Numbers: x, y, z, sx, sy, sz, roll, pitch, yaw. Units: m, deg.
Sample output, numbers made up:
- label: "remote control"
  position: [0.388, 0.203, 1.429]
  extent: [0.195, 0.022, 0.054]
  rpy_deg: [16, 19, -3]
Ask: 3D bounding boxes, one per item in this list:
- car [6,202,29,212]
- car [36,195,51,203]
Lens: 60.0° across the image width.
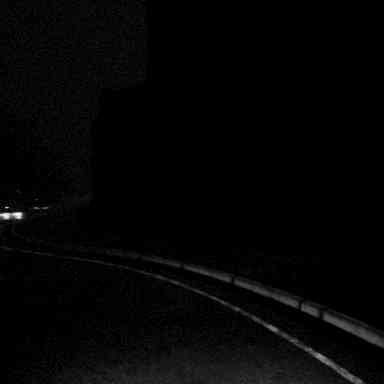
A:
- label: "car"
  position: [-24.823, 2.141, 47.435]
  extent: [1.895, 1.301, 4.718]
  rpy_deg: [-1, 1, -12]
- label: "car"
  position: [-28.085, 1.377, 63.157]
  extent: [2.097, 1.767, 4.553]
  rpy_deg: [-1, 1, -12]
